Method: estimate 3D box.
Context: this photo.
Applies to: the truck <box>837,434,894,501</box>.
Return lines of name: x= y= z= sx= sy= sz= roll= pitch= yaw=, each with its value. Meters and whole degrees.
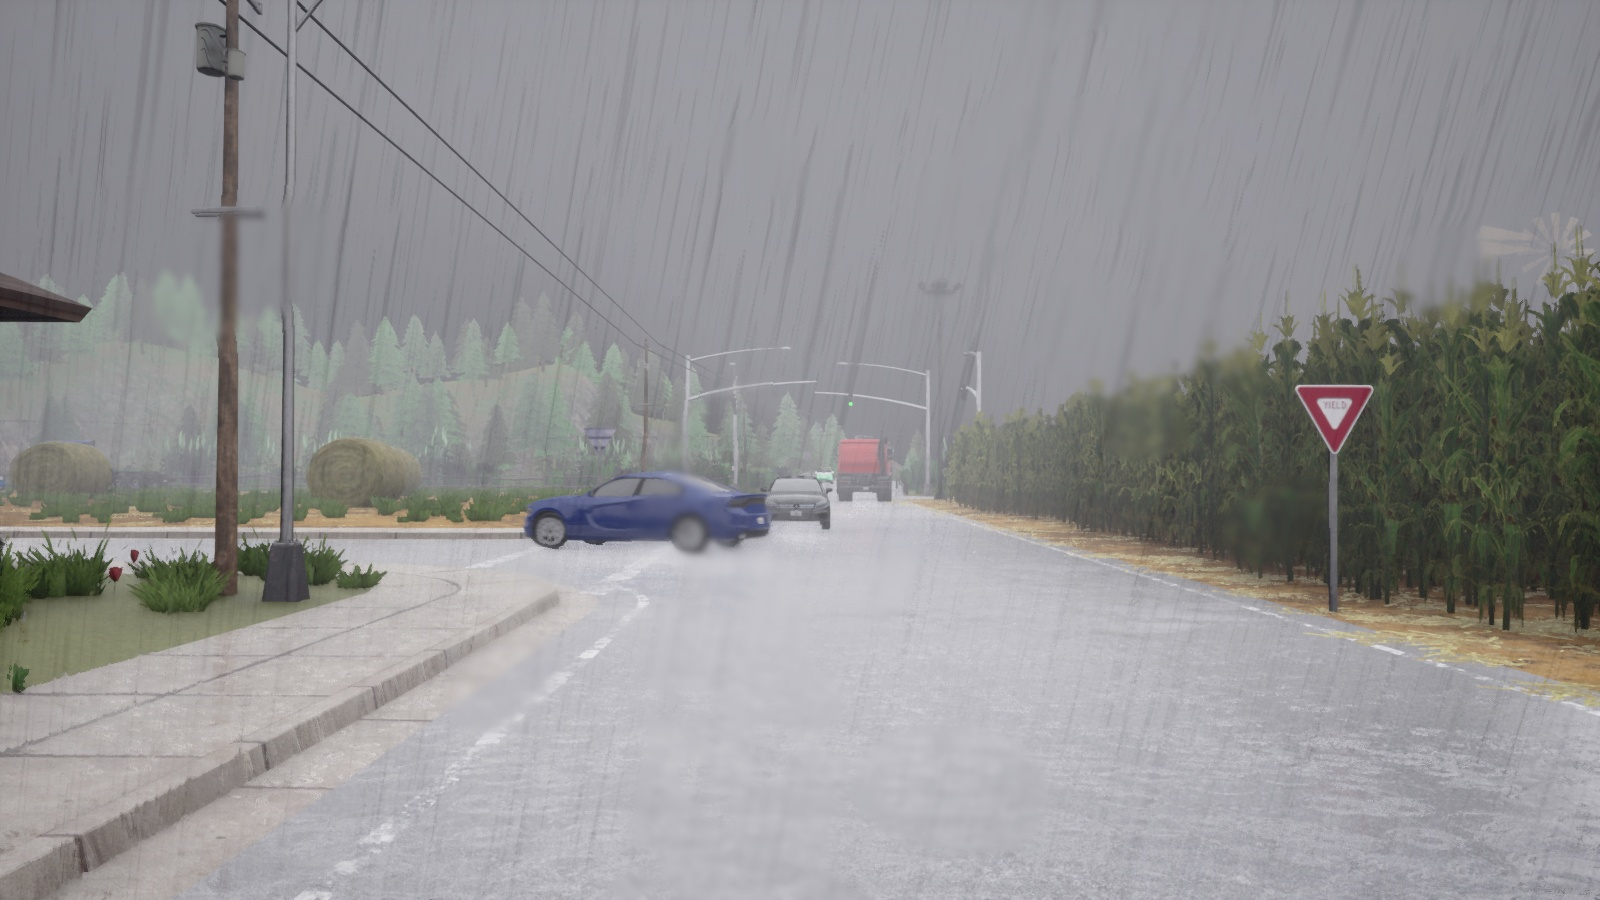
truck: x=3.484 y=0.965 z=68.440 sx=2.891 sy=3.462 sz=7.936 roll=0 pitch=-1 yaw=2

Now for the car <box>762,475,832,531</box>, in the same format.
car: x=-0.088 y=1.429 z=35.116 sx=1.812 sy=1.442 sz=4.674 roll=0 pitch=-1 yaw=0

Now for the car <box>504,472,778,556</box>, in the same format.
car: x=-3.096 y=1.199 z=24.531 sx=5.008 sy=1.535 sz=1.882 roll=0 pitch=-1 yaw=21

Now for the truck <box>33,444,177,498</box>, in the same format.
truck: x=-45.670 y=1.365 z=82.649 sx=7.936 sy=3.462 sz=2.891 roll=0 pitch=-1 yaw=3
